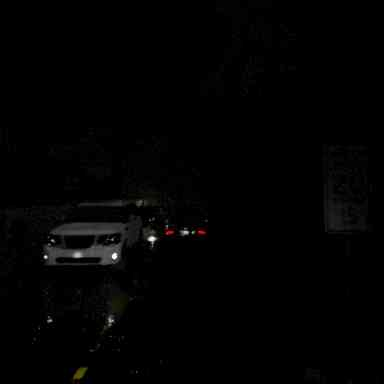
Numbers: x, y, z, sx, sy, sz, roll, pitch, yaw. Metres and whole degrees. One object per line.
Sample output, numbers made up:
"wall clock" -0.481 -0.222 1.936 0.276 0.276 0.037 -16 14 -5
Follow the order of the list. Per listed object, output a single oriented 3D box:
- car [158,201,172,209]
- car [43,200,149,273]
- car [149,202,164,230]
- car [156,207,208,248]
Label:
"car" -3.335 1.693 37.999 1.994 1.385 4.181 0 -1 -1
"car" -3.004 1.307 11.396 2.150 2.045 5.566 0 -1 -1
"car" -3.176 1.682 22.572 1.837 1.490 4.892 0 -1 -1
"car" -0.242 1.638 15.341 2.033 1.411 5.357 0 0 0
